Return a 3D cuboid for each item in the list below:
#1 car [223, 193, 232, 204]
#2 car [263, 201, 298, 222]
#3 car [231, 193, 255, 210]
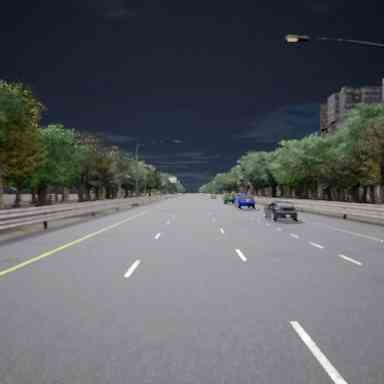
[{"bbox_3d":[7.079,1.275,62.868,2.150,2.045,5.566,0,0,0],"label":"car"},{"bbox_3d":[7.004,1.512,26.631,1.837,1.490,4.892,0,0,0],"label":"car"},{"bbox_3d":[7.024,1.267,44.519,2.150,2.045,5.566,0,0,0],"label":"car"}]
